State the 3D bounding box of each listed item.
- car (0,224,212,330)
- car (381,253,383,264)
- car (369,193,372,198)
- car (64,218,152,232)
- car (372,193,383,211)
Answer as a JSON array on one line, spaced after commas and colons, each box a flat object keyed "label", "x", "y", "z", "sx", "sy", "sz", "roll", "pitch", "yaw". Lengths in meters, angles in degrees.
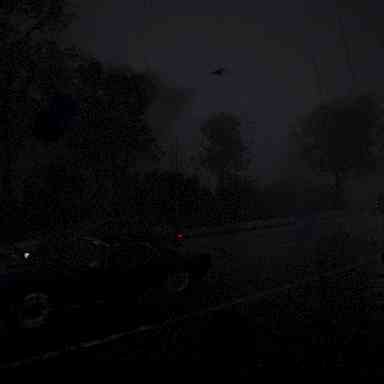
[{"label": "car", "x": -1.917, "y": 1.613, "z": 7.094, "sx": 4.718, "sy": 1.301, "sz": 1.895, "roll": 0, "pitch": 0, "yaw": -37}, {"label": "car", "x": 7.577, "y": 1.537, "z": 10.109, "sx": 5.357, "sy": 1.411, "sz": 2.033, "roll": 0, "pitch": 0, "yaw": -42}, {"label": "car", "x": 41.187, "y": 1.030, "z": 75.182, "sx": 1.812, "sy": 1.442, "sz": 4.674, "roll": 0, "pitch": 0, "yaw": 12}, {"label": "car", "x": -2.768, "y": 1.563, "z": 10.825, "sx": 5.357, "sy": 1.411, "sz": 2.033, "roll": 0, "pitch": 0, "yaw": -38}, {"label": "car", "x": 23.369, "y": 1.170, "z": 40.101, "sx": 2.150, "sy": 2.045, "sz": 5.566, "roll": 0, "pitch": 0, "yaw": 31}]
